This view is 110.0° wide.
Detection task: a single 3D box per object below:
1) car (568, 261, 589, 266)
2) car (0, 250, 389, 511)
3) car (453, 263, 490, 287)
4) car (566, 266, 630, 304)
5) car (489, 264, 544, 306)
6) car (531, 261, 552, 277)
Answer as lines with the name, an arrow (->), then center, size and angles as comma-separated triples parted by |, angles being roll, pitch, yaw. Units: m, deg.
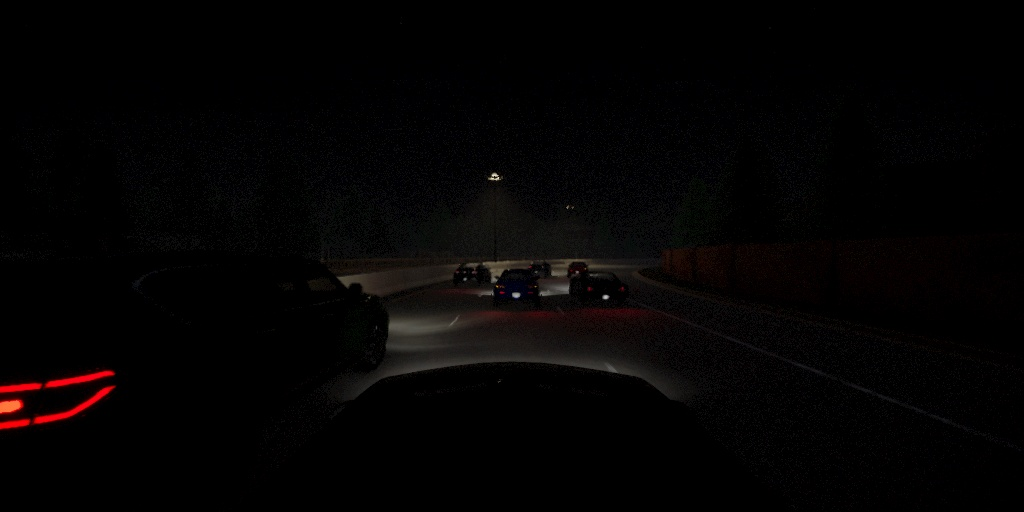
car -> 6.283, 1.227, 33.940 | 1.812, 1.442, 4.674 | 0, 0, 13
car -> -3.400, 0.965, 4.464 | 2.150, 2.045, 5.566 | 0, 0, 0
car -> -2.576, 1.202, 24.229 | 2.128, 1.511, 4.902 | 0, 0, 7
car -> 3.751, 1.329, 16.277 | 1.895, 1.301, 4.718 | 0, 0, 2
car -> 0.225, 1.253, 15.428 | 1.812, 1.442, 4.674 | 0, 0, 2
car -> 2.672, 1.190, 33.833 | 2.128, 1.511, 4.902 | 0, 0, 13
